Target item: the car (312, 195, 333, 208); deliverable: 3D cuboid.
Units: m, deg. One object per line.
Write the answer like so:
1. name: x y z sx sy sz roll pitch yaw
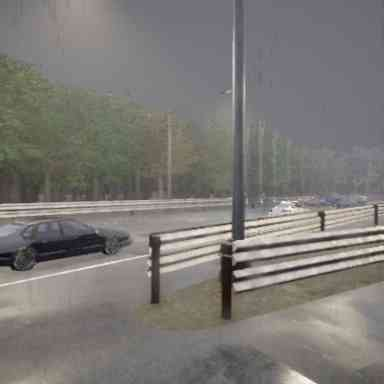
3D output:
1. car: 17.291 1.438 45.948 1.994 1.385 4.181 0 0 44

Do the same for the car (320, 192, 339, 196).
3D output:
1. car: 20.933 1.090 49.869 2.150 2.045 5.566 0 0 45

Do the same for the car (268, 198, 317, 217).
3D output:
1. car: 7.379 1.466 24.950 1.812 1.442 4.674 0 0 41

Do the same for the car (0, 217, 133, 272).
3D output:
1. car: -4.483 1.521 10.780 2.033 1.411 5.357 0 0 39

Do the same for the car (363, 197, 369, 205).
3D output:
1. car: 23.902 1.385 47.915 1.837 1.490 4.892 0 0 45

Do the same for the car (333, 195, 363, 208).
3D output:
1. car: 20.841 1.451 44.471 1.994 1.385 4.181 0 0 40
